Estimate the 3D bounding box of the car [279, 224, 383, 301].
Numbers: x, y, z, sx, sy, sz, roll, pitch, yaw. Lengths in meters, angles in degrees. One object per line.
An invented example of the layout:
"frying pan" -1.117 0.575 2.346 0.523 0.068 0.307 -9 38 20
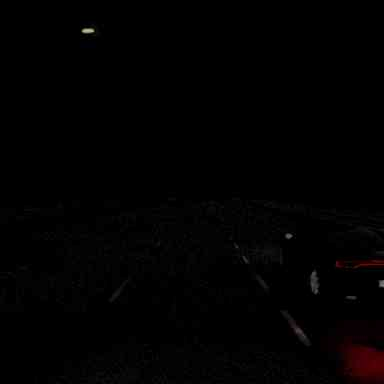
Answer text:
"car" 3.649 1.569 8.664 1.882 1.535 5.008 0 0 1
